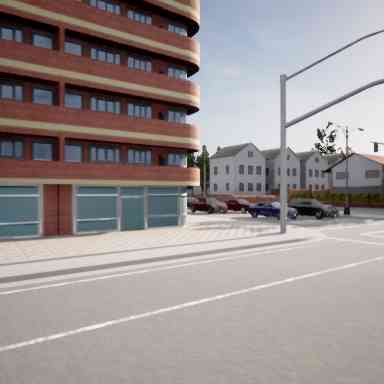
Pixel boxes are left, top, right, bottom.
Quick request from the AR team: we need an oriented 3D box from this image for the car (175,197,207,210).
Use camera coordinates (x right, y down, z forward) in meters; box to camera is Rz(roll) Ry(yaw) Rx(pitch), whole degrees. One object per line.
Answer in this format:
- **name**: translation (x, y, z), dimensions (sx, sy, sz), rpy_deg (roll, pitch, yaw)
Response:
- **car**: translation (-0.210, 1.498, 44.434), dimensions (1.837, 1.490, 4.892), rpy_deg (0, 0, -35)

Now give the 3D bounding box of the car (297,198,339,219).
- **car**: translation (10.427, 1.345, 29.072), dimensions (2.097, 1.767, 4.553), rpy_deg (0, 0, -35)

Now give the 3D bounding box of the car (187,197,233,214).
- **car**: translation (1.795, 1.346, 35.374), dimensions (2.097, 1.767, 4.553), rpy_deg (0, 0, -34)

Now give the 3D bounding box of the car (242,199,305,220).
- **car**: translation (6.792, 1.520, 28.178), dimensions (1.812, 1.442, 4.674), rpy_deg (0, 0, -35)

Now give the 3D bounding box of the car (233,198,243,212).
- **car**: translation (5.174, 1.471, 36.646), dimensions (1.882, 1.535, 5.008), rpy_deg (0, 0, -35)
